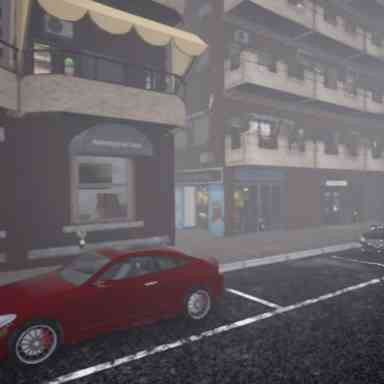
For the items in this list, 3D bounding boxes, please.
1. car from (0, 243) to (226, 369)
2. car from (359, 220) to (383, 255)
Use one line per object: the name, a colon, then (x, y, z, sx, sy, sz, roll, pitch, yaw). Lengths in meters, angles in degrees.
car: (-1.288, 1.582, 5.653, 4.206, 1.307, 1.802, 0, -1, -35)
car: (7.835, 1.552, 12.158, 4.403, 1.369, 2.008, 0, -1, -35)
